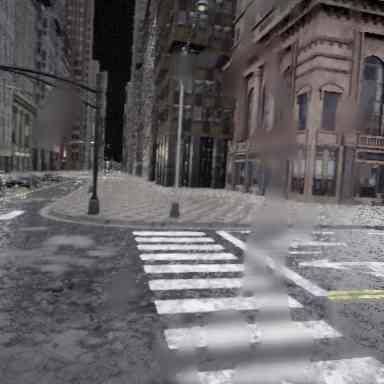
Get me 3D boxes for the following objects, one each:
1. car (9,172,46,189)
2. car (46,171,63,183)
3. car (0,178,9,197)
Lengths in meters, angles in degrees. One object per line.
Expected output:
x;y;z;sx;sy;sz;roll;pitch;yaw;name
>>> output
-15.281;-1.094;30.464;2.033;1.411;5.357;2;3;-13;car
-18.306;-2.007;43.782;1.994;1.385;4.181;3;3;-12;car
-12.742;-0.517;19.423;2.097;1.767;4.553;2;3;-13;car
